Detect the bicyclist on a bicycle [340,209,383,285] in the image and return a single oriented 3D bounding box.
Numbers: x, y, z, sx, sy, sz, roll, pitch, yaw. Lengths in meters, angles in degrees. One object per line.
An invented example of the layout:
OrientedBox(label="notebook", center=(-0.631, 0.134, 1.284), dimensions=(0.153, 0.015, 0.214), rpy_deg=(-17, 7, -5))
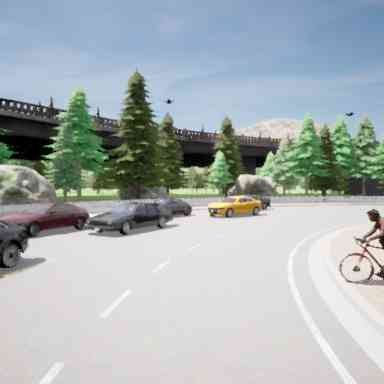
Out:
OrientedBox(label="bicyclist on a bicycle", center=(3.997, 1.189, 7.023), dimensions=(1.656, 1.620, 0.582), rpy_deg=(0, 1, 12))

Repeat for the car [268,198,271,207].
OrientedBox(label="car", center=(5.344, 0.992, 31.728), dimensions=(4.902, 1.511, 2.128), rpy_deg=(-1, 1, -34))

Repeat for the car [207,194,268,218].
OrientedBox(label="car", center=(3.328, 1.074, 25.606), dimensions=(5.008, 1.535, 1.882), rpy_deg=(-1, 1, -41))

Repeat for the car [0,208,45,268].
OrientedBox(label="car", center=(-6.146, 1.362, 8.018), dimensions=(2.128, 1.511, 4.902), rpy_deg=(0, 1, 12))

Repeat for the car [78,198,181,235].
OrientedBox(label="car", center=(-3.008, 1.271, 17.376), dimensions=(2.033, 1.411, 5.357), rpy_deg=(1, 1, 29))

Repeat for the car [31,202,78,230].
OrientedBox(label="car", center=(-7.140, 1.261, 16.560), dimensions=(1.812, 1.442, 4.674), rpy_deg=(0, 1, 25))

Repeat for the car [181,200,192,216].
OrientedBox(label="car", center=(-1.899, 1.169, 24.968), dimensions=(1.994, 1.385, 4.181), rpy_deg=(1, 1, 42))
